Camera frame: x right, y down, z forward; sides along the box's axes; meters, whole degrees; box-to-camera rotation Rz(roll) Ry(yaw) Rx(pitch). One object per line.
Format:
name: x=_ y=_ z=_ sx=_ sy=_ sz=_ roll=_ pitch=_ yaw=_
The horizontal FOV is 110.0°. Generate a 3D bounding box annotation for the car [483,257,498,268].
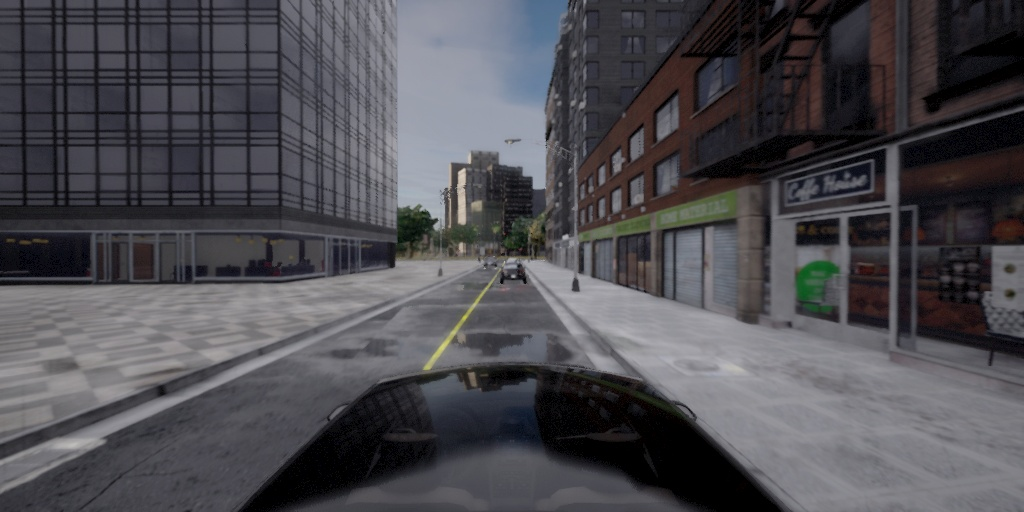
car: x=-3.069 y=0.866 z=52.059 sx=2.128 sy=1.511 sz=4.902 roll=0 pitch=1 yaw=0

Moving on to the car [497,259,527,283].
car: x=0.099 y=1.180 z=26.430 sx=1.812 sy=1.442 sz=4.674 roll=0 pitch=1 yaw=0
